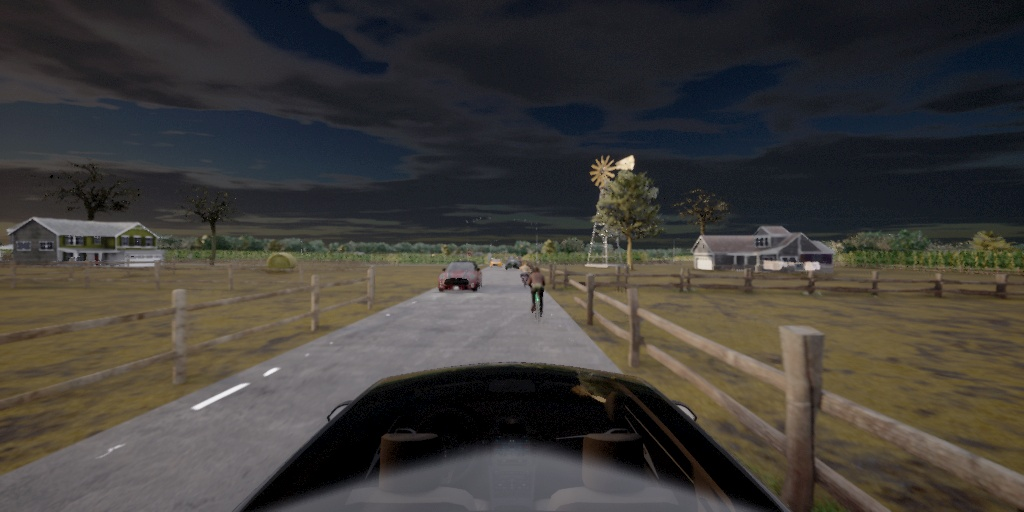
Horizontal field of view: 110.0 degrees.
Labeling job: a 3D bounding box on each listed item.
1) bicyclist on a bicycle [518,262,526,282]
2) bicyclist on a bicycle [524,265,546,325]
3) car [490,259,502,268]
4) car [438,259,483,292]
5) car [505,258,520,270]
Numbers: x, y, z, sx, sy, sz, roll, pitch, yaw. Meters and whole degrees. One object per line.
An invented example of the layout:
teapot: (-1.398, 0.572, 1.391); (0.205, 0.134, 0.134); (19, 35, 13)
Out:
bicyclist on a bicycle: (0.783, 1.134, 21.810); (0.866, 1.612, 1.509); (0, 0, 0)
bicyclist on a bicycle: (0.756, 1.169, 10.761); (0.582, 1.620, 1.656); (0, 0, 0)
car: (-2.792, 1.297, 62.896); (1.882, 1.535, 5.008); (0, 0, 1)
car: (-2.848, 1.051, 20.583); (2.097, 1.767, 4.553); (0, 0, 0)
car: (0.092, 1.108, 53.899); (2.097, 1.767, 4.553); (0, 0, 0)
